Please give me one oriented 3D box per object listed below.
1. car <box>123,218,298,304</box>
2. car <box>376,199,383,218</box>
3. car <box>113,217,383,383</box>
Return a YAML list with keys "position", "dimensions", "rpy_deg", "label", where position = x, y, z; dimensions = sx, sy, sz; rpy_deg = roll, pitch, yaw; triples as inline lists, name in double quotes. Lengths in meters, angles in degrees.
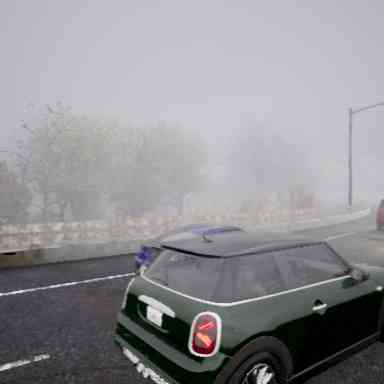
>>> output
- position: [0.706, 1.570, 8.917]
  dimensions: [4.674, 1.442, 1.812]
  rpy_deg: [1, 0, -39]
  label: "car"
- position: [13.462, 1.393, 21.244]
  dimensions: [2.150, 2.045, 5.566]
  rpy_deg: [0, 0, 41]
  label: "car"
- position: [1.277, 1.381, 4.903]
  dimensions: [4.553, 1.767, 2.097]
  rpy_deg: [1, 0, -37]
  label: "car"
